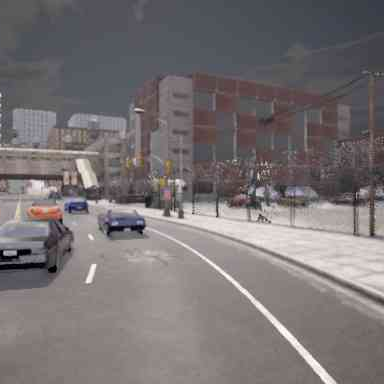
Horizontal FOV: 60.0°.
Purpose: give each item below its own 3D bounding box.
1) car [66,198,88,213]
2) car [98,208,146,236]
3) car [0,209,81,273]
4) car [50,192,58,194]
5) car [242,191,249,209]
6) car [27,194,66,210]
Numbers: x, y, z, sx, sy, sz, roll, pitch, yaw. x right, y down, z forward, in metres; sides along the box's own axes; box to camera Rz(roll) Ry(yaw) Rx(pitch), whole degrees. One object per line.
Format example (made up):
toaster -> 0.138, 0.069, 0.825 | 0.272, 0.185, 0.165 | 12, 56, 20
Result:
car -> -12.109, 1.336, 34.689 | 1.882, 1.535, 5.008 | 0, 0, -27
car -> -3.963, 1.521, 18.077 | 1.895, 1.301, 4.718 | 0, 0, -22
car -> -4.926, 1.507, 10.432 | 2.033, 1.411, 5.357 | 0, 0, -13
car -> -35.527, 1.251, 87.260 | 1.895, 1.301, 4.718 | 0, 0, -27
car -> 6.016, 1.047, 39.702 | 2.185, 1.767, 4.553 | 0, 0, -27
car -> -10.443, 1.261, 23.537 | 2.097, 1.767, 4.553 | 0, 0, -26
